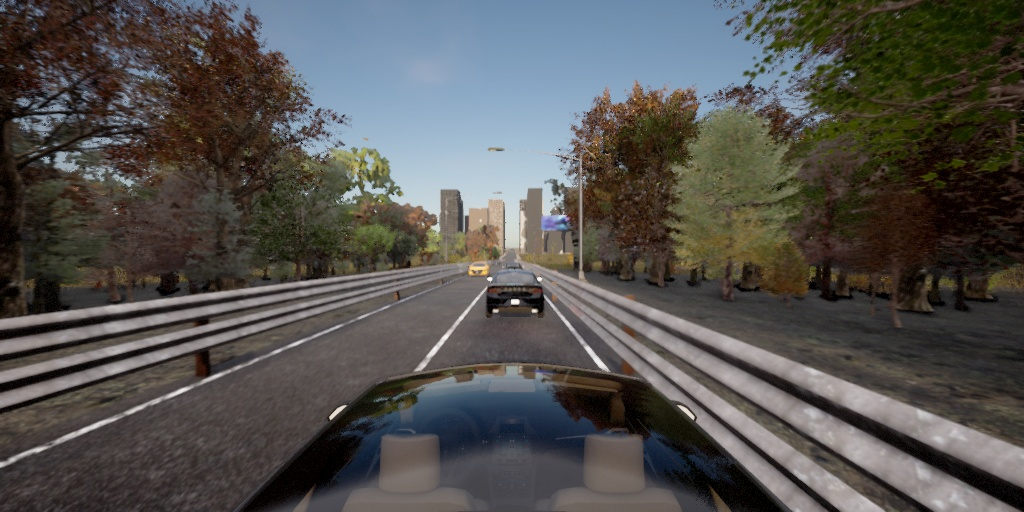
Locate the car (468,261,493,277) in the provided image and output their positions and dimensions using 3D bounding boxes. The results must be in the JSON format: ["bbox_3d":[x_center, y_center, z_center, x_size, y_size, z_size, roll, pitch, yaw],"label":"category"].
[{"bbox_3d":[-3.333,1.338,36.997,1.882,1.535,5.008,0,0,0],"label":"car"}]

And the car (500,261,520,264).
[{"bbox_3d":[0.104,1.337,32.913,1.837,1.490,4.892,0,0,0],"label":"car"}]

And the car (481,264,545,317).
[{"bbox_3d":[0.098,1.216,13.138,1.882,1.535,5.008,0,0,0],"label":"car"}]
